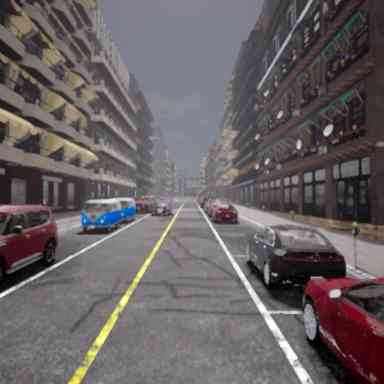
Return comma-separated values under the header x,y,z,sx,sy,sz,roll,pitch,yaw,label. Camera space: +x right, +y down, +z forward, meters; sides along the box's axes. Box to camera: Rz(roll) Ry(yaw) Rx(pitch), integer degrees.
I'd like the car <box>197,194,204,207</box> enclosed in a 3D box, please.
x,y,z,sx,sy,sz,roll,pitch,yaw,label
2.330,1.367,47.692,2.192,1.841,5.009,1,0,0,car

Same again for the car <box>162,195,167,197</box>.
x,y,z,sx,sy,sz,roll,pitch,yaw,label
-5.549,1.650,53.245,1.947,1.339,4.313,1,0,0,car

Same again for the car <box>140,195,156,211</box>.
x,y,z,sx,sy,sz,roll,pitch,yaw,label
-5.463,1.362,36.653,2.192,1.841,5.009,1,0,0,car

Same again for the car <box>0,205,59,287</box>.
x,y,z,sx,sy,sz,roll,pitch,yaw,label
-5.329,1.329,9.002,2.192,1.841,5.009,1,0,0,car

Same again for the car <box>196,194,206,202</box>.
x,y,z,sx,sy,sz,roll,pitch,yaw,label
2.169,1.482,80.881,2.192,1.841,5.009,1,0,0,car

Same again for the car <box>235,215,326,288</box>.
x,y,z,sx,sy,sz,roll,pitch,yaw,label
2.545,1.547,8.977,2.008,1.369,4.403,1,0,0,car

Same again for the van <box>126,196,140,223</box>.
x,y,z,sx,sy,sz,roll,pitch,yaw,label
-5.411,1.369,25.593,1.690,1.788,3.998,1,0,0,van

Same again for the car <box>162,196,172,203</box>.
x,y,z,sx,sy,sz,roll,pitch,yaw,label
-5.656,1.705,75.366,1.887,1.381,4.507,1,0,0,car

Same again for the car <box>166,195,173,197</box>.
x,y,z,sx,sy,sz,roll,pitch,yaw,label
-5.624,1.454,69.835,2.192,1.841,5.009,1,0,0,car

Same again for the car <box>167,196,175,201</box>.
x,y,z,sx,sy,sz,roll,pitch,yaw,label
-5.737,1.820,91.959,1.802,1.307,4.206,1,0,0,car

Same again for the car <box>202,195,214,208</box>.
x,y,z,sx,sy,sz,roll,pitch,yaw,label
2.422,1.469,36.630,1.967,1.590,4.097,1,0,0,car

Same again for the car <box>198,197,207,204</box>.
x,y,z,sx,sy,sz,roll,pitch,yaw,label
2.217,1.703,69.817,1.802,1.307,4.206,1,0,0,car

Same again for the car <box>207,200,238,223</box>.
x,y,z,sx,sy,sz,roll,pitch,yaw,label
2.466,1.555,25.569,1.887,1.381,4.507,1,0,0,car

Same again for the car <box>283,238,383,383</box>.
x,y,z,sx,sy,sz,roll,pitch,yaw,label
2.572,1.540,3.445,1.887,1.381,4.507,1,0,0,car

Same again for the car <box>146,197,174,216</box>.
x,y,z,sx,sy,sz,roll,pitch,yaw,label
-2.904,1.525,32.682,2.128,1.511,4.902,0,0,0,car

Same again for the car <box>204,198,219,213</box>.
x,y,z,sx,sy,sz,roll,pitch,yaw,label
2.439,1.564,31.098,1.887,1.381,4.507,1,0,0,car

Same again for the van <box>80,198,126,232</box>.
x,y,z,sx,sy,sz,roll,pitch,yaw,label
-5.383,1.362,20.061,1.690,1.788,3.998,1,0,0,van

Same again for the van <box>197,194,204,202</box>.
x,y,z,sx,sy,sz,roll,pitch,yaw,label
2.141,1.534,86.412,1.690,1.788,3.998,1,0,0,van
